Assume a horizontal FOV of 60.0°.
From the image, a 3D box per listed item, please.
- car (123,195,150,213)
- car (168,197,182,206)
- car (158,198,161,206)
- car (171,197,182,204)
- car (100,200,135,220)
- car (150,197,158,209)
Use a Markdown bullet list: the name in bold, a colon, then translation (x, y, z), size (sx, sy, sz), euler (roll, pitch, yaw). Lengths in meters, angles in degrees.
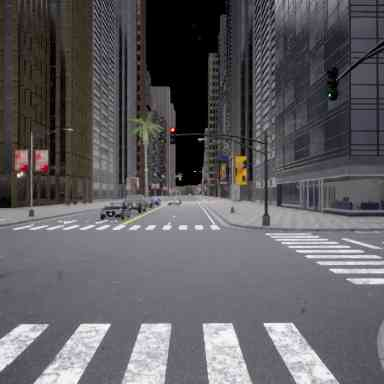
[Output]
- **car**: translation (-6.642, 1.314, 38.452), size (2.150, 2.045, 5.566), euler (0, 0, 0)
- **car**: translation (-3.218, 1.782, 59.798), size (1.895, 1.301, 4.718), euler (0, 0, 0)
- **car**: translation (-6.613, 1.653, 58.520), size (1.882, 1.535, 5.008), euler (0, 0, 0)
- **car**: translation (-3.228, 1.789, 69.693), size (1.994, 1.385, 4.181), euler (0, 0, 0)
- **car**: translation (-6.631, 1.628, 29.128), size (1.994, 1.385, 4.181), euler (0, 0, 0)
- **car**: translation (-6.645, 1.483, 48.380), size (2.097, 1.767, 4.553), euler (0, 0, 0)
